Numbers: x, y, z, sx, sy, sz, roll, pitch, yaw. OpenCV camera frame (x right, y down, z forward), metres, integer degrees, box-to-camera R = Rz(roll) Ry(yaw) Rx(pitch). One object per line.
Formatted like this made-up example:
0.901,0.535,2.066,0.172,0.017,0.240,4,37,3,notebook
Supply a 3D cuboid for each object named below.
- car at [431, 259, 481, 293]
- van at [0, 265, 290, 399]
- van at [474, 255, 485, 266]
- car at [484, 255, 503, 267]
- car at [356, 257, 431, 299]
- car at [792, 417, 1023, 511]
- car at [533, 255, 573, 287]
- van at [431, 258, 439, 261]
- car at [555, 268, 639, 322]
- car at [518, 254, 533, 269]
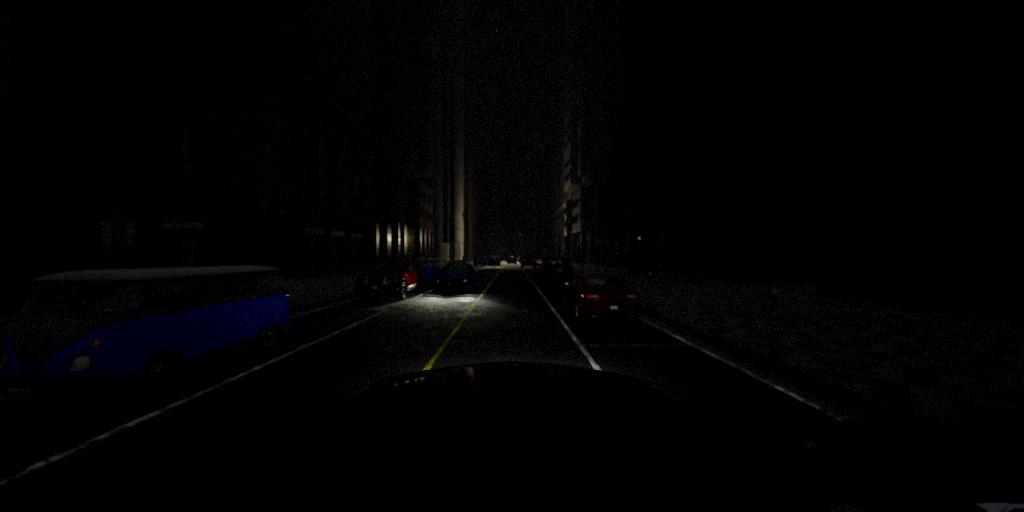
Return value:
-3.097,1.150,20.456,1.882,1.535,5.008,0,0,0,car
-5.763,1.072,6.294,1.690,1.789,3.998,0,0,0,van
-5.758,0.862,62.659,1.690,1.789,3.998,0,0,0,van
-3.036,0.879,61.102,2.097,1.767,4.553,0,0,1,car
-5.762,0.999,17.567,2.192,1.841,5.009,0,0,0,car
2.762,1.305,0.673,2.007,1.370,4.403,0,0,0,car
2.764,0.976,23.217,2.192,1.841,5.009,0,0,0,car
-5.761,1.002,23.203,1.690,1.789,3.998,0,0,0,van
2.763,1.252,11.945,1.888,1.381,4.507,0,0,0,car
2.398,0.783,52.739,2.150,2.045,5.566,0,0,0,car
